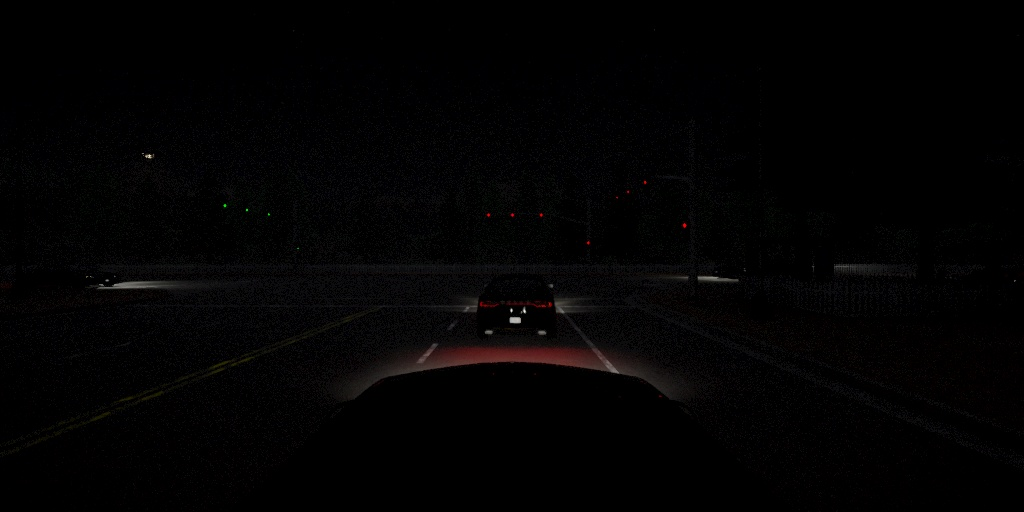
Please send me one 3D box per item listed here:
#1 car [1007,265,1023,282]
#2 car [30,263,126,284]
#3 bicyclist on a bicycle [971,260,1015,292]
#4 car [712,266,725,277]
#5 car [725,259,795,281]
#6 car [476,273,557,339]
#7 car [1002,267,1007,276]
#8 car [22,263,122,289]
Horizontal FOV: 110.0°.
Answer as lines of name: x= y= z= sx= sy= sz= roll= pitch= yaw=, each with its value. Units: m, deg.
car: x=33.771 y=1.171 z=21.436 sx=5.008 sy=1.535 sz=1.882 roll=0 pitch=0 yaw=5
car: x=-30.822 y=1.220 z=25.566 sx=4.674 sy=1.442 sz=1.812 roll=0 pitch=0 yaw=0
bicyclist on a bicycle: x=22.821 y=0.995 z=17.030 sx=0.582 sy=1.620 sz=1.656 roll=0 pitch=0 yaw=0
car: x=20.511 y=1.257 z=32.479 sx=4.181 sy=1.385 sz=1.994 roll=0 pitch=0 yaw=1
car: x=20.305 y=1.045 z=28.982 sx=4.553 sy=1.767 sz=2.097 roll=0 pitch=0 yaw=1
car: x=0.173 y=1.227 z=10.168 sx=1.882 sy=1.535 sz=5.008 roll=0 pitch=0 yaw=2
car: x=44.632 y=1.185 z=29.951 sx=4.902 sy=1.511 sz=2.128 roll=0 pitch=0 yaw=18
car: x=-27.265 y=1.220 z=22.082 sx=4.674 sy=1.442 sz=1.812 roll=0 pitch=0 yaw=0
